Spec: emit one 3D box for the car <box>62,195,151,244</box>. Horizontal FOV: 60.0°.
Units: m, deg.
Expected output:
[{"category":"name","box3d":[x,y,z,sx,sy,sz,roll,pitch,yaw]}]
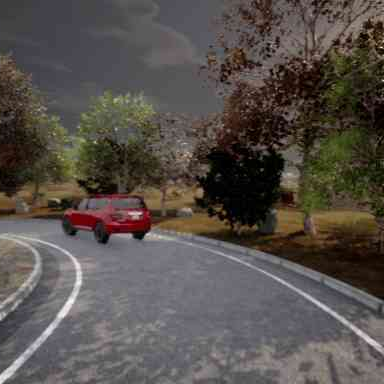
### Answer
[{"category":"car","box3d":[-4.197,1.156,15.886,2.150,2.045,5.566,1,-1,-43]}]
